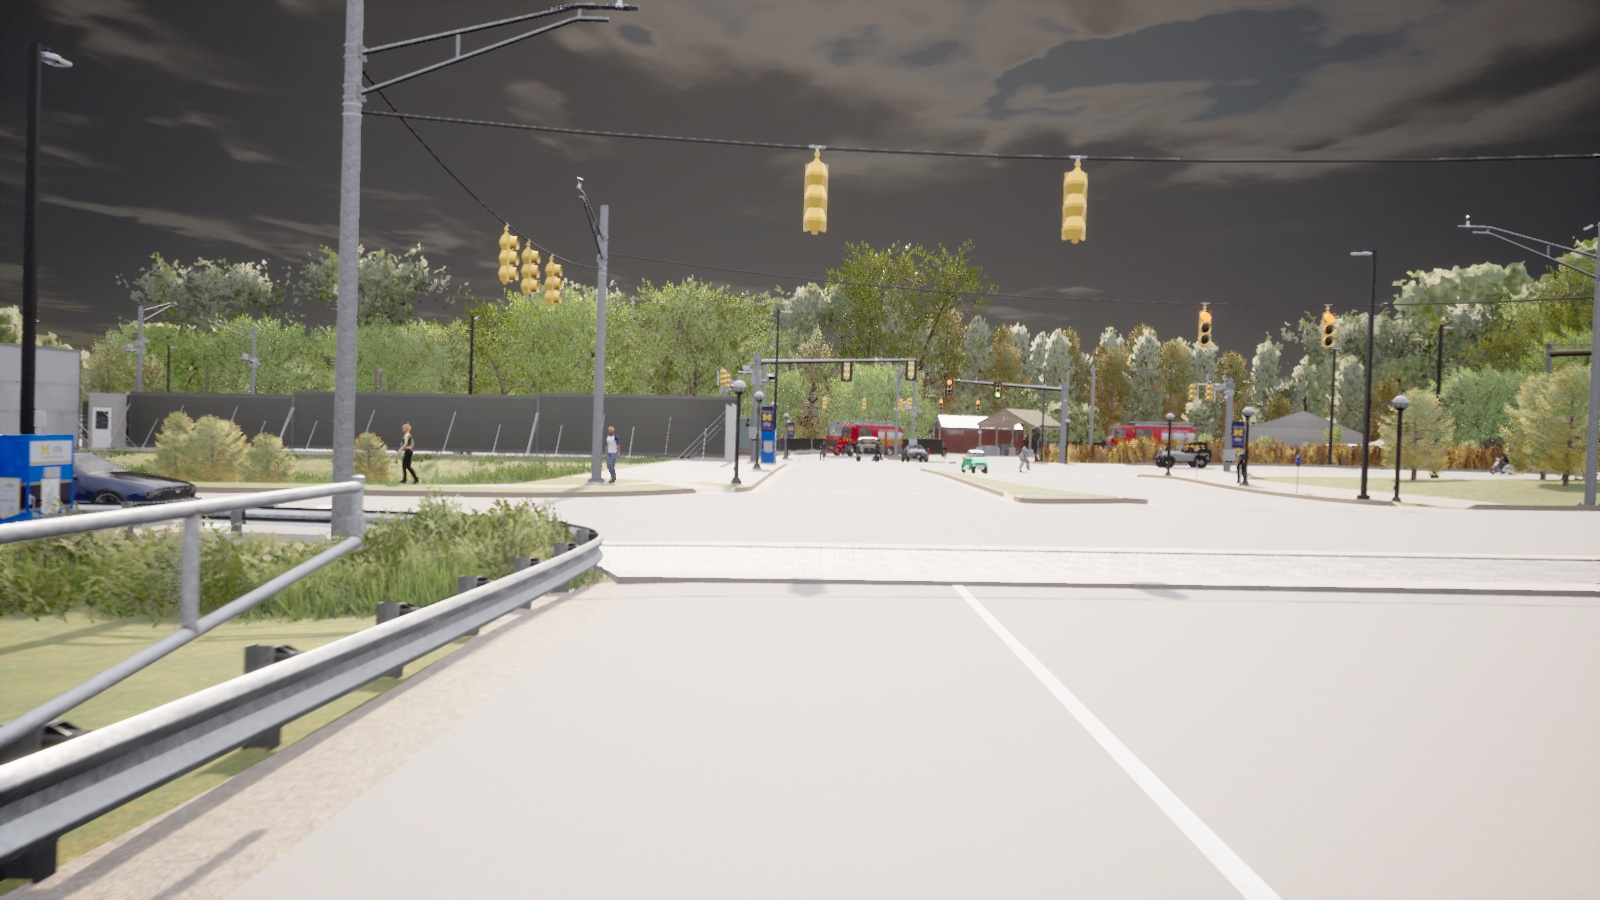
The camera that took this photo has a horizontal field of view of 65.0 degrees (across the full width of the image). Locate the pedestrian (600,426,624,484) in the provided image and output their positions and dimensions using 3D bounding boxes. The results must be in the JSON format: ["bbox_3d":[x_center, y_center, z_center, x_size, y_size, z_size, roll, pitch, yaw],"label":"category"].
[{"bbox_3d":[-6.054,0.167,40.504,0.354,1.836,0.706,2,1,32],"label":"pedestrian"}]

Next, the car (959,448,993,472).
[{"bbox_3d":[10.319,0.579,73.606,1.481,1.376,2.207,1,0,-5],"label":"car"}]

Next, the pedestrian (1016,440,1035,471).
[{"bbox_3d":[13.958,0.326,77.807,0.900,1.855,0.874,1,1,-6],"label":"pedestrian"}]

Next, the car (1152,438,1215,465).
[{"bbox_3d":[27.078,0.099,88.681,3.866,1.878,1.905,0,1,0],"label":"car"}]

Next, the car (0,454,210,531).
[{"bbox_3d":[-15.139,0.827,25.514,5.357,1.411,2.033,1,1,2],"label":"car"}]

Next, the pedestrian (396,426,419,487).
[{"bbox_3d":[-11.960,0.193,38.276,0.594,1.836,0.345,1,1,-3],"label":"pedestrian"}]
